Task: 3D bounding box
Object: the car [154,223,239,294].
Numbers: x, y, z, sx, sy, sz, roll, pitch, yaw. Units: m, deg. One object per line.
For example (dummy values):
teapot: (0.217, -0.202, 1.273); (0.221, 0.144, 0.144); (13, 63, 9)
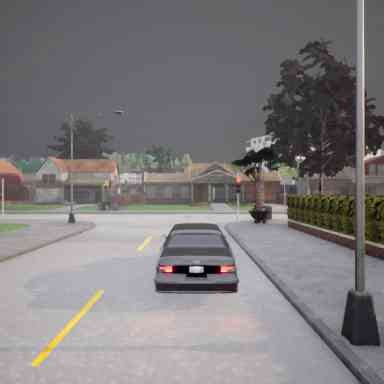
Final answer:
car: (0.099, 1.547, 8.949); (2.033, 1.411, 5.357); (0, 0, 0)
